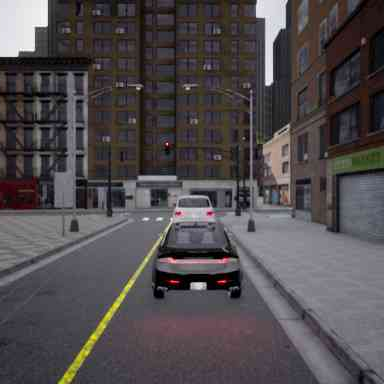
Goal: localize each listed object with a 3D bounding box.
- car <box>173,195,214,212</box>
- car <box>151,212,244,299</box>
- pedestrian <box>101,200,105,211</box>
[{"bbox_3d":[0.092,1.205,18.894,2.150,2.045,5.566,0,0,0],"label":"car"},{"bbox_3d":[0.097,1.486,8.440,2.128,1.511,4.902,0,0,0],"label":"car"},{"bbox_3d":[-10.174,1.477,37.960,0.375,1.300,0.375,0,0,-1],"label":"pedestrian"}]
